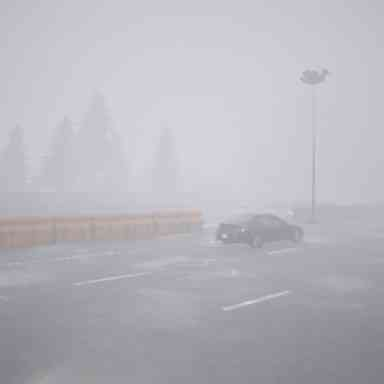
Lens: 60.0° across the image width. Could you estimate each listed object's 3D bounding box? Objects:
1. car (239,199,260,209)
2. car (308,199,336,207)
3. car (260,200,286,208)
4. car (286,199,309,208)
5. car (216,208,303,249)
[{"bbox_3d":[9.061,1.868,50.483,1.882,1.535,5.008,0,0,40],"label":"car"},{"bbox_3d":[17.923,1.899,44.727,2.128,1.511,4.902,0,0,40],"label":"car"},{"bbox_3d":[12.553,1.895,49.200,2.128,1.511,4.902,0,0,40],"label":"car"},{"bbox_3d":[15.785,1.765,47.618,2.097,1.767,4.553,0,0,40],"label":"car"},{"bbox_3d":[3.116,1.644,15.070,4.674,1.442,1.812,0,0,-39],"label":"car"}]
